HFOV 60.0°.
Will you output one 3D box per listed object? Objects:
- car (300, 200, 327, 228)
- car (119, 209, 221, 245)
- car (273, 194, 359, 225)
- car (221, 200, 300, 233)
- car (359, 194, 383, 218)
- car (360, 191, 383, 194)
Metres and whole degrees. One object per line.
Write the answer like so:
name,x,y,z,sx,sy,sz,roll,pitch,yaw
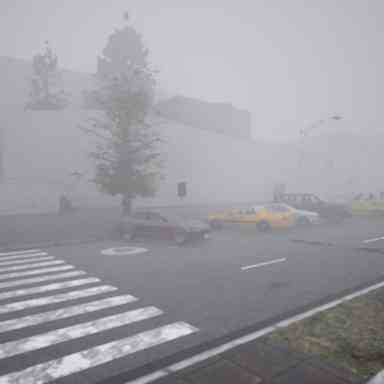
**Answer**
car,5.766,1.464,21.319,4.674,1.452,2.002,-2,-1,33
car,-1.368,1.585,15.838,4.792,1.488,2.163,-2,-1,33
car,8.177,1.124,23.128,5.566,2.045,2.435,-2,-1,33
car,3.221,1.474,19.588,5.366,1.575,1.946,-2,-1,33
car,13.085,1.248,26.681,5.366,1.575,1.946,-2,-1,33
car,15.284,0.942,28.615,5.566,2.045,2.435,-2,0,33
